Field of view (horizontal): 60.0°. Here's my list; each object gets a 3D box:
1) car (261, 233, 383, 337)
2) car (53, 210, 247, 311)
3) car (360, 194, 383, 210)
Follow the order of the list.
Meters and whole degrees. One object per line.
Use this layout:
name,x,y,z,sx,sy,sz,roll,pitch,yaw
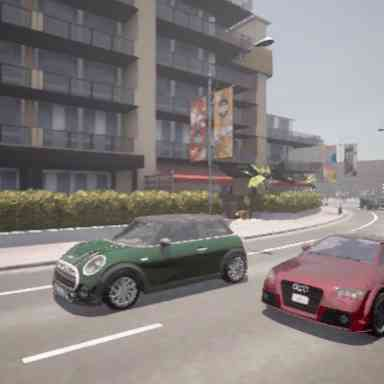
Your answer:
car,3.312,1.570,6.731,4.181,1.385,1.994,0,0,-40
car,-0.815,1.356,7.942,4.553,1.767,2.097,0,0,-38
car,23.476,1.264,43.082,2.150,2.045,5.566,0,0,13
